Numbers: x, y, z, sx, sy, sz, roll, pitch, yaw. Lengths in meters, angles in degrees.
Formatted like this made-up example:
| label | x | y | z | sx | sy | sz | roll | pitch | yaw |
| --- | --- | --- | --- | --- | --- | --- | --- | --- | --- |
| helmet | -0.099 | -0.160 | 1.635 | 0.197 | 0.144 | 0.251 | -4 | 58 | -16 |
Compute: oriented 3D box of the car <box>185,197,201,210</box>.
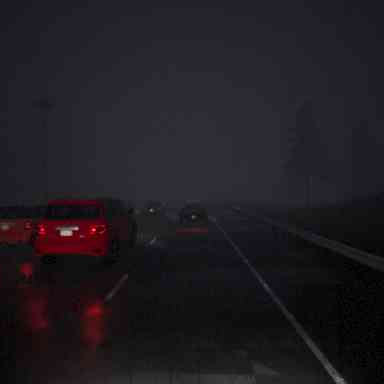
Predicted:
| label | x | y | z | sx | sy | sz | roll | pitch | yaw |
| --- | --- | --- | --- | --- | --- | --- | --- | --- | --- |
| car | 0.096 | 1.443 | 41.452 | 1.812 | 1.442 | 4.674 | 0 | 0 | 0 |

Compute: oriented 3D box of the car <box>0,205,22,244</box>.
| label | x | y | z | sx | sy | sz | roll | pitch | yaw |
| --- | --- | --- | --- | --- | --- | --- | --- | --- | --- |
| car | -6.900 | 1.323 | 14.456 | 2.097 | 1.767 | 4.553 | 0 | 0 | 0 |

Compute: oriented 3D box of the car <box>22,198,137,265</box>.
| label | x | y | z | sx | sy | sz | roll | pitch | yaw |
| --- | --- | --- | --- | --- | --- | --- | --- | --- | --- |
| car | -3.401 | 1.198 | 11.688 | 2.150 | 2.045 | 5.566 | 0 | 0 | 0 |

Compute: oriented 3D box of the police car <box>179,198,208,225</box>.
| label | x | y | z | sx | sy | sz | roll | pitch | yaw |
| --- | --- | --- | --- | --- | --- | --- | --- | --- | --- |
| police car | 0.098 | 1.378 | 23.582 | 1.930 | 1.638 | 5.238 | 0 | 0 | 0 |

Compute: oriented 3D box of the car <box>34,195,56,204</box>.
| label | x | y | z | sx | sy | sz | roll | pitch | yaw |
| --- | --- | --- | --- | --- | --- | --- | --- | --- | --- |
| car | -28.006 | 1.401 | 63.656 | 2.128 | 1.511 | 4.902 | 0 | 0 | 0 |

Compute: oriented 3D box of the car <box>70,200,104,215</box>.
| label | x | y | z | sx | sy | sz | roll | pitch | yaw |
| --- | --- | --- | --- | --- | --- | --- | --- | --- | --- |
| car | -10.403 | 1.535 | 33.363 | 1.895 | 1.301 | 4.718 | 0 | 0 | 0 |

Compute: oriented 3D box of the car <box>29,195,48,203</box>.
| label | x | y | z | sx | sy | sz | roll | pitch | yaw |
| --- | --- | --- | --- | --- | --- | --- | --- | --- | --- |
| car | -31.506 | 1.390 | 68.497 | 1.812 | 1.442 | 4.674 | 0 | 0 | 0 |

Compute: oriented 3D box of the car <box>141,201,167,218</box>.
| label | x | y | z | sx | sy | sz | roll | pitch | yaw |
| --- | --- | --- | --- | --- | --- | --- | --- | --- | --- |
| car | -3.403 | 1.505 | 29.965 | 1.994 | 1.385 | 4.181 | 0 | 0 | 0 |

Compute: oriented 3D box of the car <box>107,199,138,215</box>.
| label | x | y | z | sx | sy | sz | roll | pitch | yaw |
| --- | --- | --- | --- | --- | --- | --- | --- | --- | --- |
| car | -6.902 | 1.481 | 33.757 | 2.033 | 1.411 | 5.357 | 0 | 0 | 0 |
